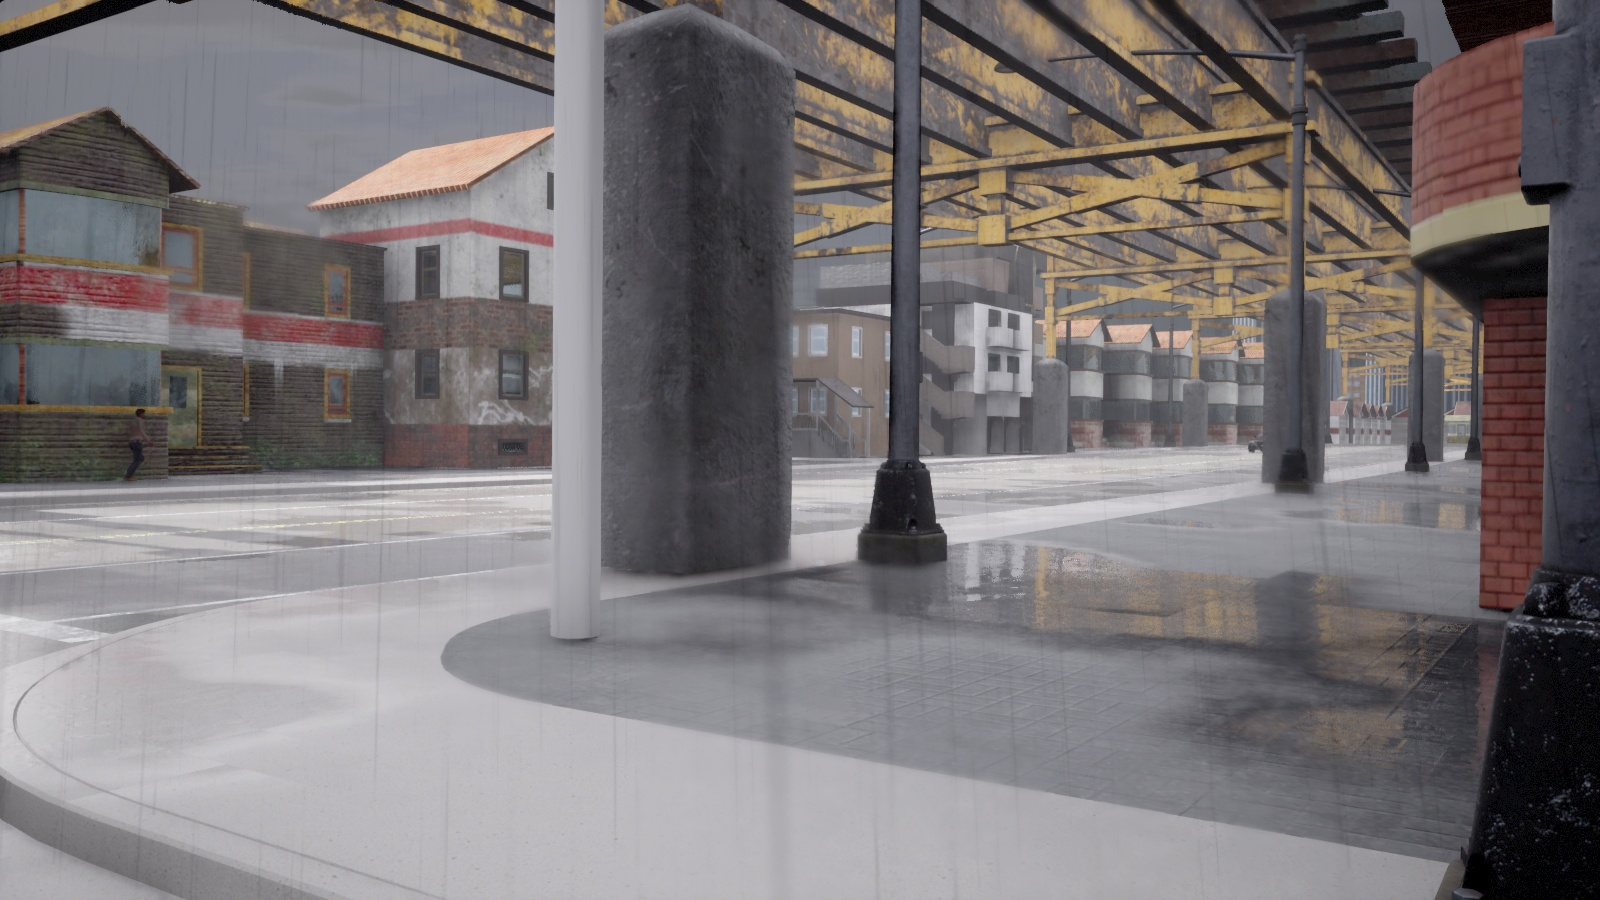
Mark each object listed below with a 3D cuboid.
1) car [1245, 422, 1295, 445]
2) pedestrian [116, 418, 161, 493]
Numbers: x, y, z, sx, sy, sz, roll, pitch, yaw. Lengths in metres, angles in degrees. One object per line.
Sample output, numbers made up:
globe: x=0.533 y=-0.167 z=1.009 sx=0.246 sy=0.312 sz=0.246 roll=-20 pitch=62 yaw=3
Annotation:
car: x=29.446 y=-1.028 z=78.614 sx=1.994 sy=1.385 sz=4.181 roll=0 pitch=2 yaw=33
pedestrian: x=-16.082 y=0.125 z=30.529 sx=0.328 sy=1.805 sz=0.869 roll=0 pitch=1 yaw=38
